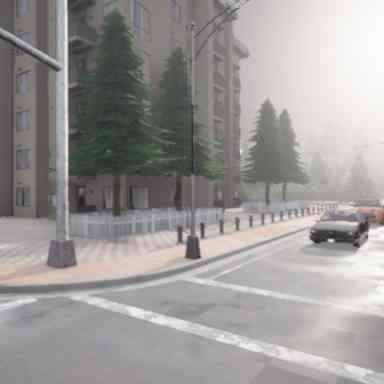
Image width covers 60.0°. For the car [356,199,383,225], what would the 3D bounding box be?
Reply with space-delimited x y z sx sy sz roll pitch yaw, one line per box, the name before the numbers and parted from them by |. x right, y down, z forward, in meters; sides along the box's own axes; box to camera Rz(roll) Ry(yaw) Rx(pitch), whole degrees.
car | 12.677 1.300 23.845 2.097 1.767 4.553 0 0 34

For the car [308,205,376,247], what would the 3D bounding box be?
car | 6.942 1.518 15.313 2.033 1.411 5.357 0 0 34
